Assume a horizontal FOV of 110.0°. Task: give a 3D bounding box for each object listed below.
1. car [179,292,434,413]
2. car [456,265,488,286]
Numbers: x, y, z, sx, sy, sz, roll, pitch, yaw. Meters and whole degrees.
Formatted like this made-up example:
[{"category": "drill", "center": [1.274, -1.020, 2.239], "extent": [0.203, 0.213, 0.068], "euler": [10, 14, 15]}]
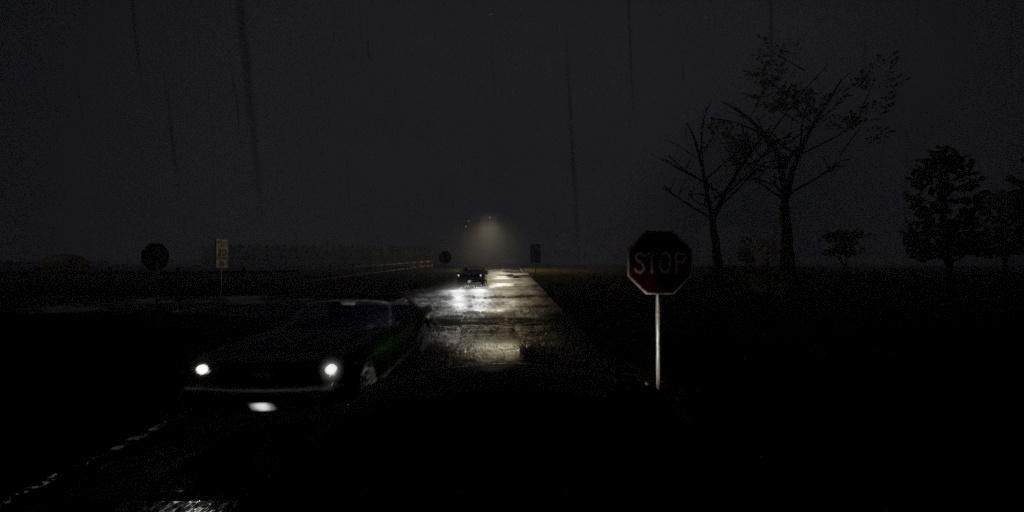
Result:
[{"category": "car", "center": [-2.753, 1.352, 6.158], "extent": [1.895, 1.301, 4.718], "euler": [0, 0, 0]}, {"category": "car", "center": [-2.767, 1.357, 25.642], "extent": [1.895, 1.301, 4.718], "euler": [0, 0, 0]}]
